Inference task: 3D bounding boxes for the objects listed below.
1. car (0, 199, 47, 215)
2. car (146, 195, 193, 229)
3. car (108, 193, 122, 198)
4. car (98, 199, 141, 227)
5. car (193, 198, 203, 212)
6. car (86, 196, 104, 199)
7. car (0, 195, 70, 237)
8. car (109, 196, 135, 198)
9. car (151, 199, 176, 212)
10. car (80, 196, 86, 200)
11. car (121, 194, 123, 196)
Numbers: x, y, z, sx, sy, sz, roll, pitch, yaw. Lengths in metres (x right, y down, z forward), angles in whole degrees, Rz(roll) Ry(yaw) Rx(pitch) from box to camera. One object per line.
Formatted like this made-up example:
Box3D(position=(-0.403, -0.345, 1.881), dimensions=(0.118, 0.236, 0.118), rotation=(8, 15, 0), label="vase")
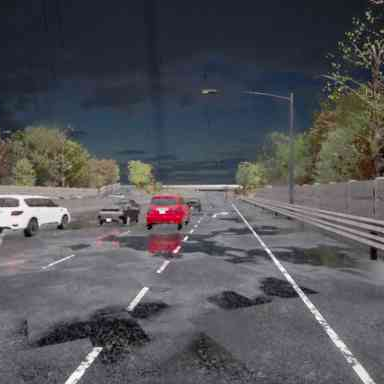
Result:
Box3D(position=(-17.903, 1.549, 35.720), dimensions=(2.033, 1.411, 5.357), rotation=(0, 0, 5), label="car")
Box3D(position=(-1.440, 1.223, 21.588), dimensions=(2.150, 2.045, 5.566), rotation=(0, 0, 5), label="car")
Box3D(position=(-17.510, 1.274, 76.639), dimensions=(2.150, 2.045, 5.566), rotation=(0, 0, 5), label="car")
Box3D(position=(-4.846, 1.491, 22.755), dimensions=(2.128, 1.511, 4.902), rotation=(0, 0, 5), label="car")
Box3D(position=(0.202, 1.508, 39.235), dimensions=(1.837, 1.490, 4.892), rotation=(0, 0, 5), label="car")
Box3D(position=(-21.224, 1.583, 74.503), dimensions=(2.128, 1.511, 4.902), rotation=(0, 0, 5), label="car")
Box3D(position=(-8.789, 1.213, 18.177), dimensions=(2.150, 2.045, 5.566), rotation=(0, -1, 5), label="car")
Box3D(position=(-7.097, 1.507, 36.335), dimensions=(1.837, 1.490, 4.892), rotation=(0, 0, 5), label="car")
Box3D(position=(-3.280, 1.551, 39.577), dimensions=(2.033, 1.411, 5.357), rotation=(0, 0, 5), label="car")
Box3D(position=(-24.400, 1.582, 78.146), dimensions=(2.033, 1.411, 5.357), rotation=(0, 0, 5), label="car")
Box3D(position=(-14.022, 1.574, 76.344), dimensions=(2.128, 1.511, 4.902), rotation=(0, 0, 5), label="car")
